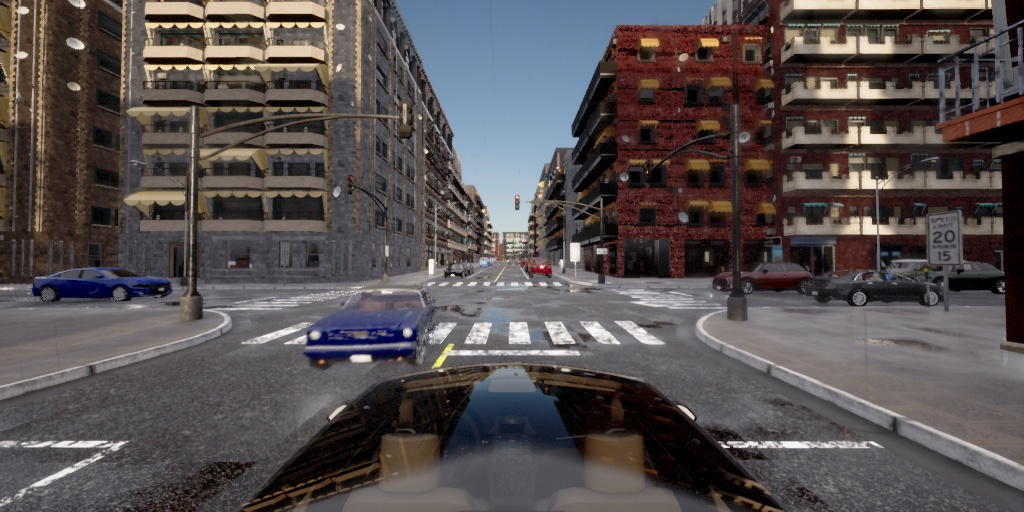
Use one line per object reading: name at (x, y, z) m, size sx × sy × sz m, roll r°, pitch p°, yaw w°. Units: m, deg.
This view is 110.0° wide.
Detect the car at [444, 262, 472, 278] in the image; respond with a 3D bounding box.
car at (-5.259, 1.328, 33.983) m, size 1.948 × 1.339 × 4.313 m, roll 0°, pitch 0°, yaw 0°

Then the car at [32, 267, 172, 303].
car at (-18.466, 1.257, 16.321) m, size 5.008 × 1.535 × 1.882 m, roll 0°, pitch -1°, yaw 0°

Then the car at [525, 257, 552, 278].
car at (2.622, 1.077, 34.015) m, size 2.192 × 1.841 × 5.009 m, roll 0°, pitch 0°, yaw 0°

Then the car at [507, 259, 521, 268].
car at (0.207, 1.312, 63.541) m, size 2.128 × 1.511 × 4.902 m, roll 0°, pitch 0°, yaw 0°

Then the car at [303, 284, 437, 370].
car at (-2.760, 1.348, 7.999) m, size 1.895 × 1.301 × 4.718 m, roll 0°, pitch 0°, yaw -8°

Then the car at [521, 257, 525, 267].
car at (2.641, 1.086, 45.138) m, size 2.192 × 1.841 × 5.009 m, roll 0°, pitch 0°, yaw 0°

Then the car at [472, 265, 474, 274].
car at (-5.250, 1.331, 39.544) m, size 1.948 × 1.339 × 4.313 m, roll 0°, pitch 0°, yaw 0°

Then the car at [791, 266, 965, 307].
car at (13.765, 1.185, 13.702) m, size 4.403 × 1.370 × 2.007 m, roll 0°, pitch 0°, yaw 0°

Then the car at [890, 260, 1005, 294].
car at (23.095, 1.079, 19.096) m, size 4.553 × 1.767 × 2.097 m, roll 0°, pitch -1°, yaw 0°

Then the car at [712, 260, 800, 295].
car at (13.246, 1.102, 19.115) m, size 4.553 × 1.767 × 2.097 m, roll 0°, pitch -1°, yaw -1°
